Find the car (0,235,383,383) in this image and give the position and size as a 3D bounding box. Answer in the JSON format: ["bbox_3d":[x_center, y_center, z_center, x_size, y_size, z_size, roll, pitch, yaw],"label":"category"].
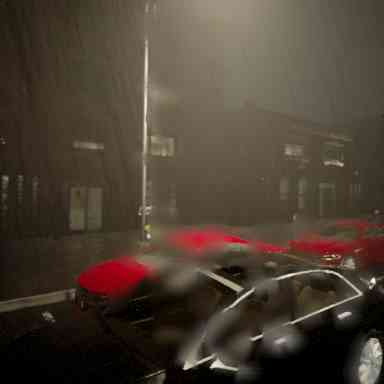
[{"bbox_3d":[0.330,1.504,3.608,4.892,1.490,1.837,0,0,-36],"label":"car"}]

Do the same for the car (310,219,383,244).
[{"bbox_3d":[4.689,1.541,9.914,4.507,1.381,1.887,0,1,-36],"label":"car"}]

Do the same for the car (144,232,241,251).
[{"bbox_3d":[0.026,1.543,6.666,4.507,1.381,1.887,0,1,-36],"label":"car"}]
